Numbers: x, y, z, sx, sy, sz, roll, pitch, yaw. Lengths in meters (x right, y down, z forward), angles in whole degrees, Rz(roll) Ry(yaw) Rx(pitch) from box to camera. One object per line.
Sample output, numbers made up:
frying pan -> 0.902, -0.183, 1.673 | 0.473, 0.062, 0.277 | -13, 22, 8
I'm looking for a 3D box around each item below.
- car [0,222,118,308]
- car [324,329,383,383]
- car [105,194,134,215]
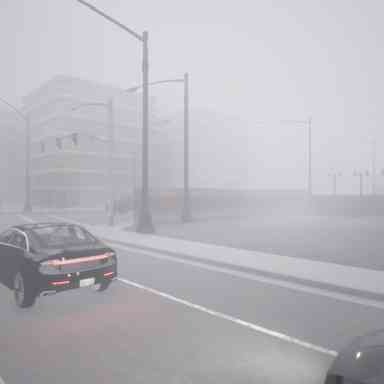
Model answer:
car -> -3.647, 1.492, 8.041 | 2.128, 1.511, 4.902 | 0, 0, -43
car -> 3.196, 1.505, 1.584 | 4.892, 1.490, 1.837 | 0, 0, 38
car -> -6.290, 1.221, 34.999 | 5.566, 2.045, 2.150 | 0, 0, -44
